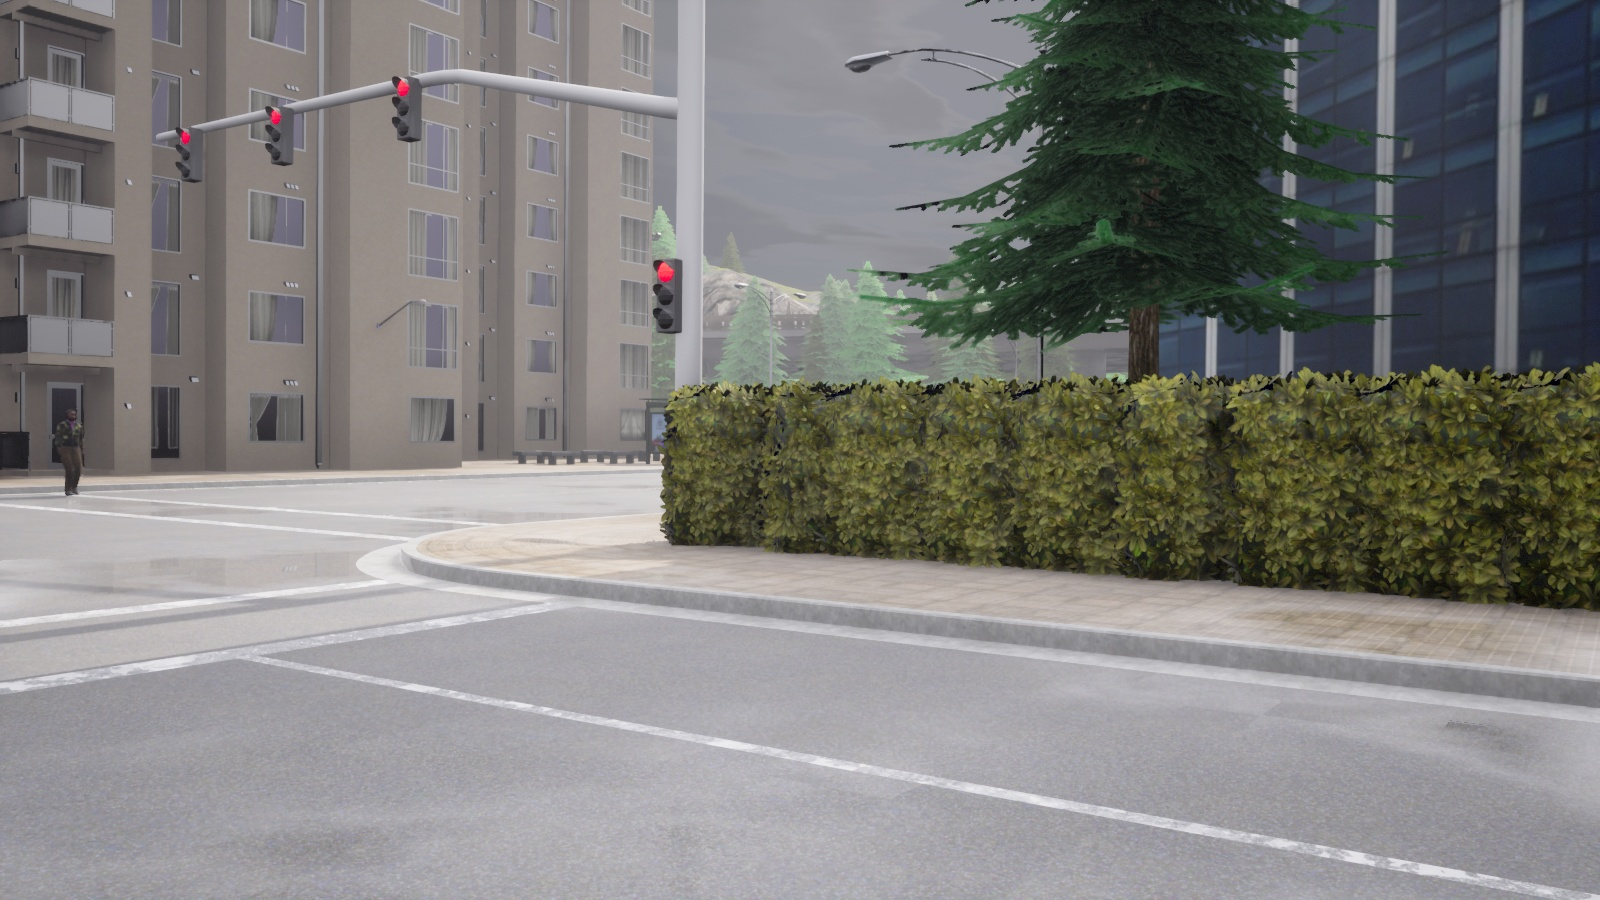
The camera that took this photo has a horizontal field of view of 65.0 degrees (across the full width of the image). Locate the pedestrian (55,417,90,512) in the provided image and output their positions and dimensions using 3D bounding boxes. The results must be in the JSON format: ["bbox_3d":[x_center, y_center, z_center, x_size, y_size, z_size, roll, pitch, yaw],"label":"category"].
[{"bbox_3d":[-14.967,0.283,25.834,0.692,1.930,0.395,0,1,41],"label":"pedestrian"}]
